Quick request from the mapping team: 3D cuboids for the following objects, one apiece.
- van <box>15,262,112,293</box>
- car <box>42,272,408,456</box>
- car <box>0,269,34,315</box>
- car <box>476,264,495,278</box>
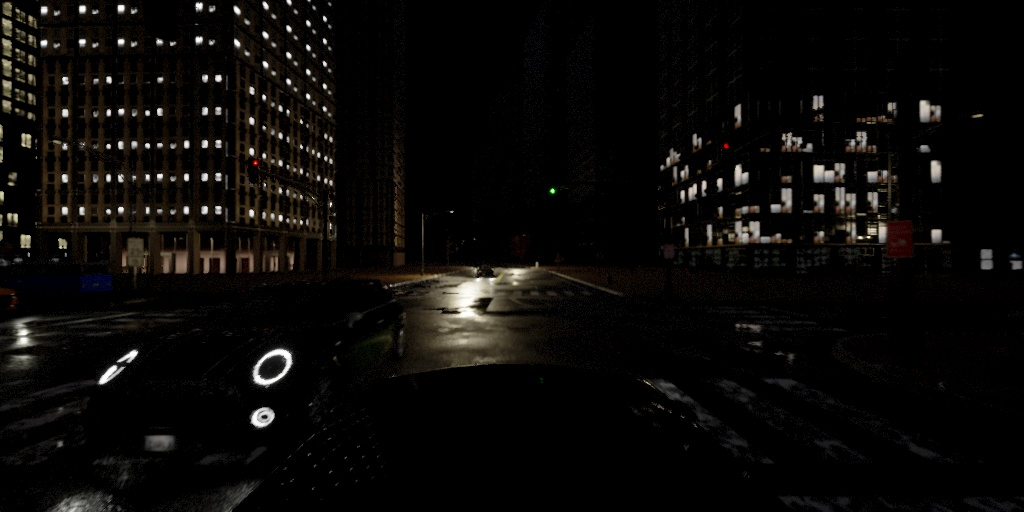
[{"bbox_3d":[-22.559,1.200,17.915,3.998,1.789,1.690,0,0,2],"label":"van"},{"bbox_3d":[-3.222,1.158,5.543,2.097,1.767,4.553,0,-1,0],"label":"car"},{"bbox_3d":[-19.661,1.317,11.923,5.008,1.535,1.882,0,0,2],"label":"car"},{"bbox_3d":[-3.025,1.749,41.608,1.837,1.490,4.892,0,0,0],"label":"car"}]
